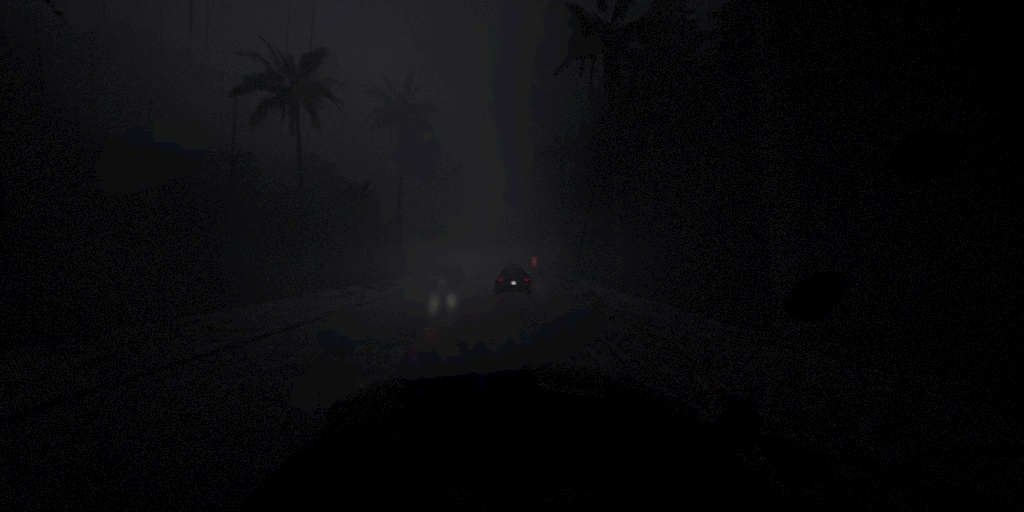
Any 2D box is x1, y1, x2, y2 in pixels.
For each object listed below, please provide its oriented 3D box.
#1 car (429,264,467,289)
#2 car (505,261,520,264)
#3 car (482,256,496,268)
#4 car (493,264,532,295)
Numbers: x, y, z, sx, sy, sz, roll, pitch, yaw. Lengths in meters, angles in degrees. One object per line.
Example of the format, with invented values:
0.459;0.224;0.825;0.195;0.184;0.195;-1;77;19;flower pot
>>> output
-4.106;1.273;23.523;2.128;1.511;4.902;0;0;0;car
0.070;1.318;44.834;1.837;1.490;4.892;0;0;0;car
-4.054;1.062;64.578;2.150;2.045;5.566;0;0;0;car
0.086;1.341;20.114;1.994;1.385;4.181;0;0;0;car
